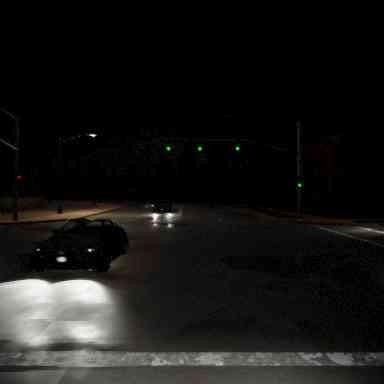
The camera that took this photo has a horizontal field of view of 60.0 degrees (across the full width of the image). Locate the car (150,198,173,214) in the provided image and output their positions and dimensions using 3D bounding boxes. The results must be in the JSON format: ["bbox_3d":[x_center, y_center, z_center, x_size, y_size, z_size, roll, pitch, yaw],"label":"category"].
[{"bbox_3d":[-3.101,1.532,35.947,1.837,1.490,4.892,0,0,-1],"label":"car"}]

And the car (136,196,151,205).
[{"bbox_3d":[-8.616,1.399,61.145,2.128,1.511,4.902,0,0,-32],"label":"car"}]

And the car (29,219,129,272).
[{"bbox_3d":[-3.348,1.564,10.647,1.994,1.385,4.181,0,0,2],"label":"car"}]
